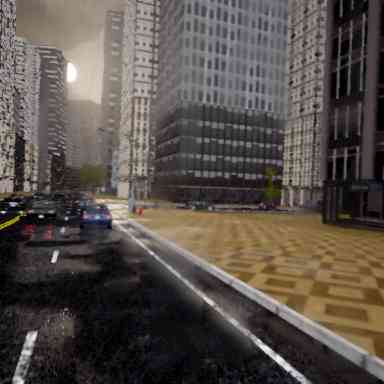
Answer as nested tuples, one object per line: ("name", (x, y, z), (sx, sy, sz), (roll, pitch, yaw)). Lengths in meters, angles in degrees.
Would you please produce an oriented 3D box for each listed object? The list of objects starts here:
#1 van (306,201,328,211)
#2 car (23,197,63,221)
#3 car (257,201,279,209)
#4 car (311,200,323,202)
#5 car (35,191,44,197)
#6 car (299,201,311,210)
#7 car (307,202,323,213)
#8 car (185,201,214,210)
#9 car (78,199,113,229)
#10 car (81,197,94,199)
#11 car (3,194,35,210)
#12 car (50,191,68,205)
("van", (24.712, 2.689, 65.814), (3.998, 1.788, 1.690), (3, 0, -20))
("car", (-10.605, 1.299, 23.918), (1.895, 1.301, 4.718), (2, 0, -19))
("car", (14.113, 2.324, 61.962), (4.097, 1.590, 1.967), (3, 0, -20))
("car", (24.787, 2.632, 59.760), (5.566, 2.045, 2.150), (4, 0, -20))
("car", (-38.814, 0.447, 84.699), (1.994, 1.385, 4.181), (2, 0, -19))
("car", (22.475, 2.875, 62.141), (4.718, 1.301, 1.895), (3, 1, -20))
("car", (22.252, 2.896, 56.008), (4.313, 1.339, 1.947), (3, 0, -20))
("car", (1.105, 1.954, 48.182), (4.403, 1.369, 2.008), (3, 0, -20))
("car", (-5.944, 1.391, 20.388), (2.033, 1.411, 5.357), (2, 0, -19))
("car", (-10.982, 1.254, 34.904), (2.033, 1.411, 5.357), (2, 0, -17))
("car", (-17.385, 0.987, 33.168), (2.128, 1.511, 4.902), (2, 0, -19))
("car", (-18.960, 0.986, 47.869), (1.837, 1.490, 4.892), (2, 1, -19))
